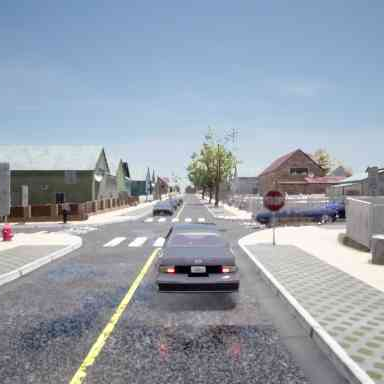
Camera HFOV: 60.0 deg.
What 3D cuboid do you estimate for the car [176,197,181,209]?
[{"bbox_3d":[-2.818,1.565,42.545,1.994,1.385,4.181,0,0,0],"label":"car"}]

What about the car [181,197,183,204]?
[{"bbox_3d":[-2.801,1.490,52.878,2.128,1.511,4.902,0,0,0],"label":"car"}]

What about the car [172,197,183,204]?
[{"bbox_3d":[-2.748,1.593,64.142,1.895,1.301,4.718,0,0,1],"label":"car"}]

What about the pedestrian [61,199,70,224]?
[{"bbox_3d":[-9.673,1.462,25.301,0.375,1.860,0.375,0,0,0],"label":"pedestrian"}]

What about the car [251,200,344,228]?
[{"bbox_3d":[5.974,1.386,19.510,4.718,1.301,1.895,-2,-1,-1],"label":"car"}]

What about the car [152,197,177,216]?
[{"bbox_3d":[-2.794,1.549,32.754,2.033,1.411,5.357,0,0,-1],"label":"car"}]

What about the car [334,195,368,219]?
[{"bbox_3d":[10.406,1.067,22.568,4.553,1.767,2.097,-2,-1,2],"label":"car"}]

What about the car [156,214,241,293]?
[{"bbox_3d":[0.080,1.550,8.972,2.033,1.411,5.357,0,0,-1],"label":"car"}]
